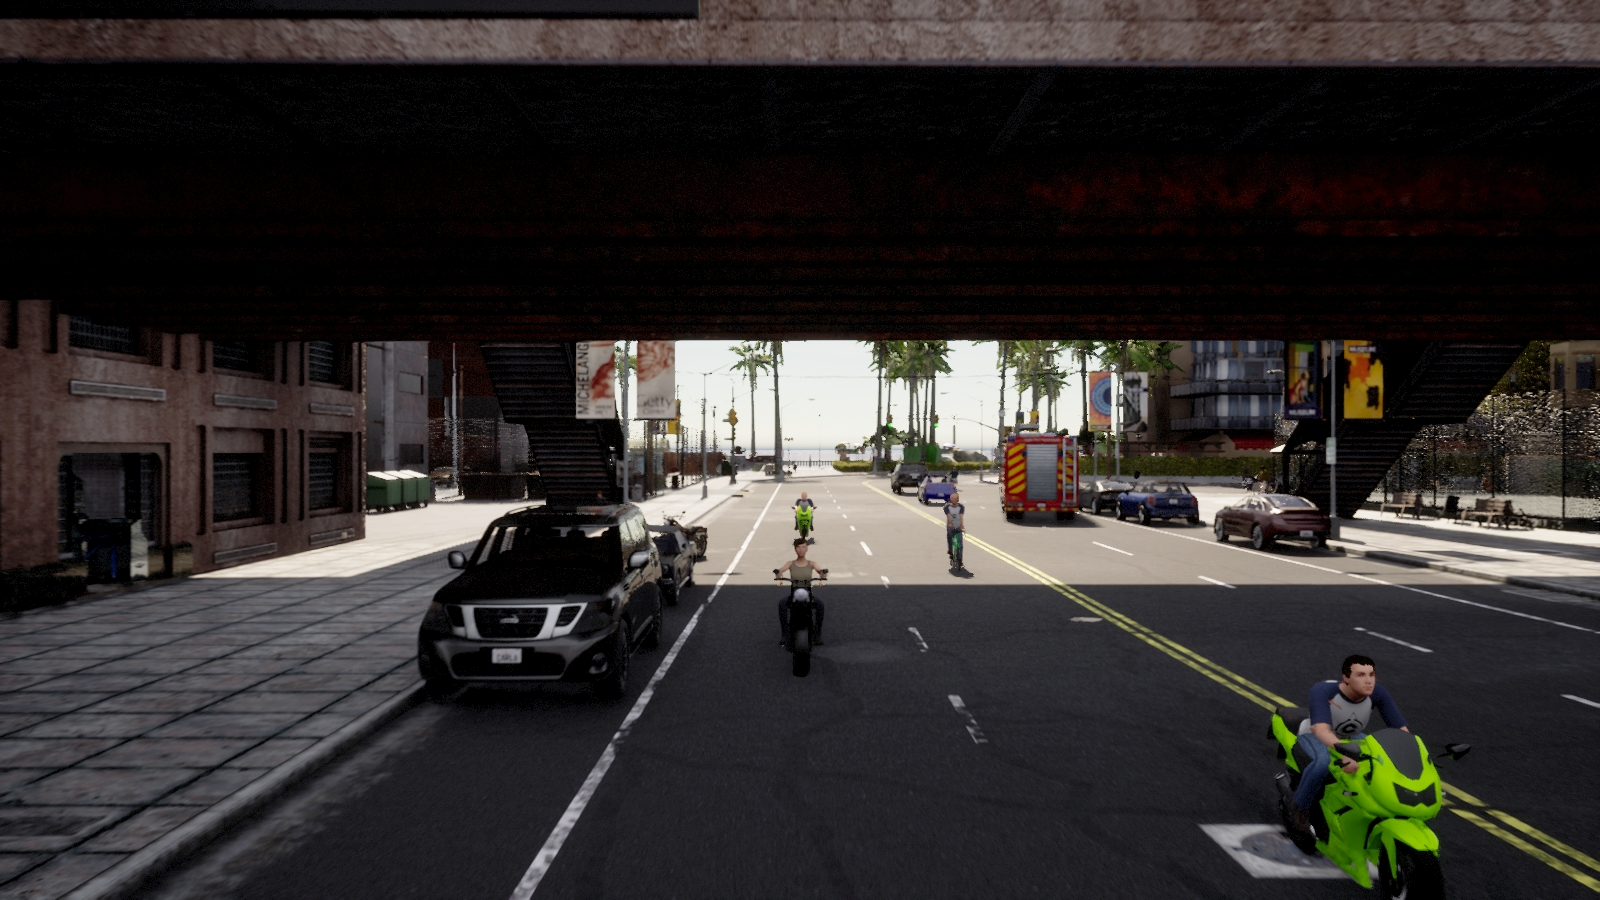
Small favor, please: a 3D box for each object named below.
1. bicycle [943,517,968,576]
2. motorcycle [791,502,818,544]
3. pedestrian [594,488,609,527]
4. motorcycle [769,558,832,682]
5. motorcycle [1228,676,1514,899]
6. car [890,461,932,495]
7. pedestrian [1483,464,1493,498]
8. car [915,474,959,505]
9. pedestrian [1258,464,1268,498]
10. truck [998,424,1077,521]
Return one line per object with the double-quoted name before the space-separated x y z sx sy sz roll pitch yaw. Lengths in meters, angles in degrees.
"bicycle" 3.579 2.206 26.357 0.373 1.196 1.643 0 0 0
"motorcycle" 0.130 2.213 35.043 0.803 1.145 2.033 0 0 0
"pedestrian" -6.851 1.976 39.422 0.375 1.300 0.375 0 0 24
"motorcycle" 0.011 2.170 15.003 0.764 1.277 2.356 0 0 0
"motorcycle" 3.500 2.213 7.258 0.803 1.145 2.033 0 0 0
"car" 7.149 1.780 73.929 2.150 2.045 5.566 0 0 0
"pedestrian" 37.481 1.698 62.249 0.375 1.860 0.375 0 0 8
"car" 7.139 2.038 59.884 1.845 1.501 3.633 0 0 0
"pedestrian" 25.698 1.696 63.385 0.375 1.860 0.375 0 0 -16
"truck" 10.146 0.890 49.529 2.891 3.827 8.468 0 0 8
